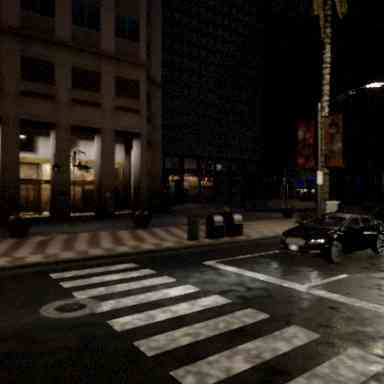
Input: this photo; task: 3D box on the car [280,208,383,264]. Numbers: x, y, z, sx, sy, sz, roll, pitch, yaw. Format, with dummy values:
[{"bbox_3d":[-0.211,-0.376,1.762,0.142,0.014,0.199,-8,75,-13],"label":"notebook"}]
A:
[{"bbox_3d":[5.226,1.503,12.016,4.902,1.511,2.128,0,0,-36],"label":"car"}]
